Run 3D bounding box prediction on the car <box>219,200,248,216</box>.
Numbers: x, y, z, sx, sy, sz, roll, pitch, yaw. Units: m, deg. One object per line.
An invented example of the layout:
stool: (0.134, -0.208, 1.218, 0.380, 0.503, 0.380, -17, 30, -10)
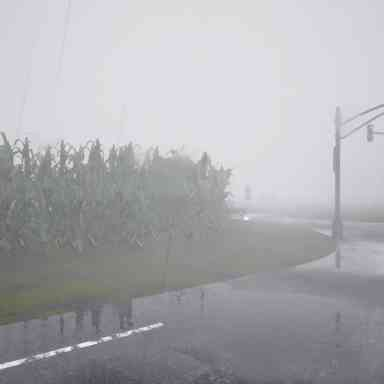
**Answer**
car: (3.164, 1.501, 31.949, 2.033, 1.411, 5.357, 1, 0, -26)
